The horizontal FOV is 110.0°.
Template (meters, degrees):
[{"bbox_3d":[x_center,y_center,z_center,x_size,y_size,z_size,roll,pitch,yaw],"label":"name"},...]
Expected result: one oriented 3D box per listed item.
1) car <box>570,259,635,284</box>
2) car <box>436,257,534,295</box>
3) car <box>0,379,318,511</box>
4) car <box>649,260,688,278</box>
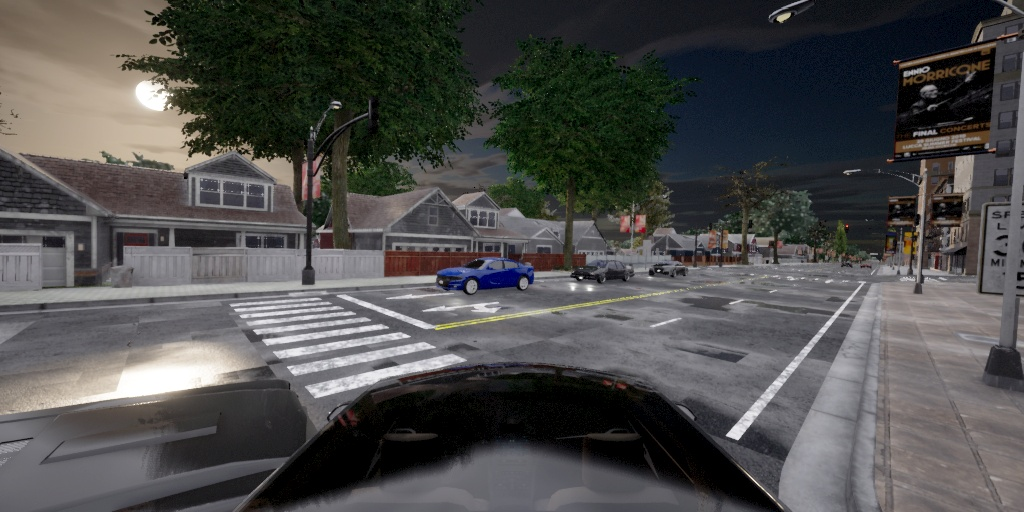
[{"bbox_3d":[6.063,0.940,23.389,5.357,1.411,2.033,0,2,-44],"label":"car"},{"bbox_3d":[-1.107,0.812,16.473,5.008,1.535,1.882,0,2,-44],"label":"car"},{"bbox_3d":[-3.311,1.288,1.289,4.718,1.301,1.895,1,2,-34],"label":"car"},{"bbox_3d":[13.264,1.018,30.307,4.181,1.385,1.994,0,2,-44],"label":"car"}]
